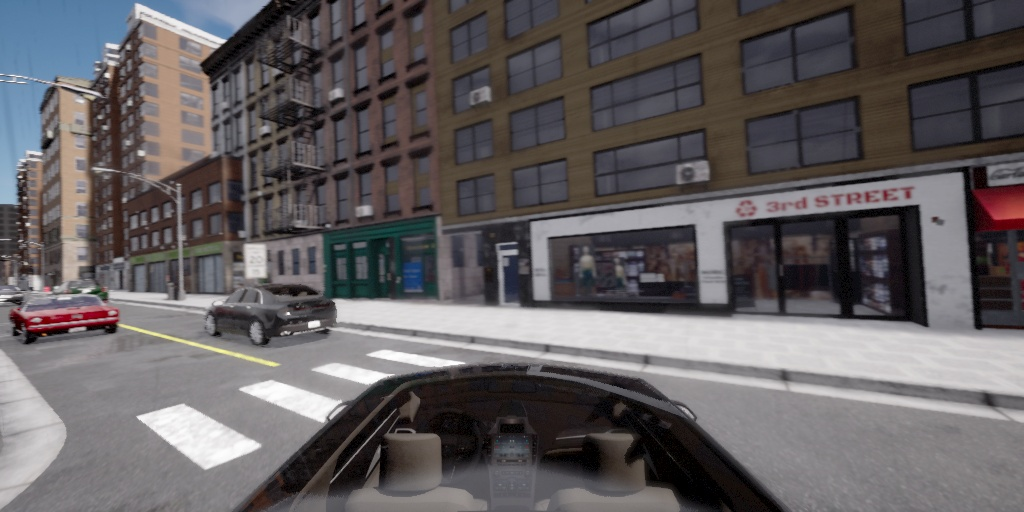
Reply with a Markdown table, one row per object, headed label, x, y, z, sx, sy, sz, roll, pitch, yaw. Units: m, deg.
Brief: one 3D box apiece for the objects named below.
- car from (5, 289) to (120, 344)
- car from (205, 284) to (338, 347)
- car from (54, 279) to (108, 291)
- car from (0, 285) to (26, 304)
| label | x | y | z | sx | sy | sz | roll | pitch | yaw |
| --- | --- | --- | --- | --- | --- | --- | --- | --- | --- |
| car | -14.794 | 1.952 | 11.837 | 4.718 | 1.301 | 1.895 | -2 | -1 | 32 |
| car | -7.121 | 1.588 | 10.497 | 4.892 | 1.490 | 1.837 | -2 | -1 | 32 |
| car | -29.947 | 2.429 | 24.858 | 4.553 | 1.767 | 2.097 | -3 | -1 | 32 |
| car | -36.803 | 2.856 | 25.772 | 4.902 | 1.511 | 2.128 | -3 | -1 | 33 |
